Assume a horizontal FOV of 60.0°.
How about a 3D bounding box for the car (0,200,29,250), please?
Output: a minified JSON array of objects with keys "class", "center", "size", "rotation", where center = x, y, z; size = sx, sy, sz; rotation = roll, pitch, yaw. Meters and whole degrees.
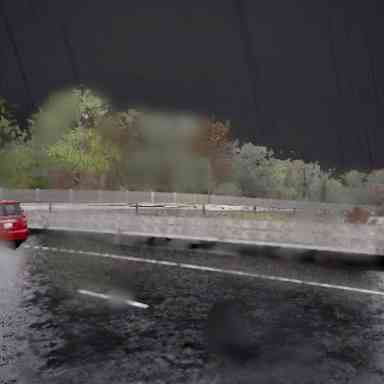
[{"class":"car","center":[-9.159,1.352,13.611],"size":[5.566,2.045,2.150],"rotation":[0,0,28]}]
